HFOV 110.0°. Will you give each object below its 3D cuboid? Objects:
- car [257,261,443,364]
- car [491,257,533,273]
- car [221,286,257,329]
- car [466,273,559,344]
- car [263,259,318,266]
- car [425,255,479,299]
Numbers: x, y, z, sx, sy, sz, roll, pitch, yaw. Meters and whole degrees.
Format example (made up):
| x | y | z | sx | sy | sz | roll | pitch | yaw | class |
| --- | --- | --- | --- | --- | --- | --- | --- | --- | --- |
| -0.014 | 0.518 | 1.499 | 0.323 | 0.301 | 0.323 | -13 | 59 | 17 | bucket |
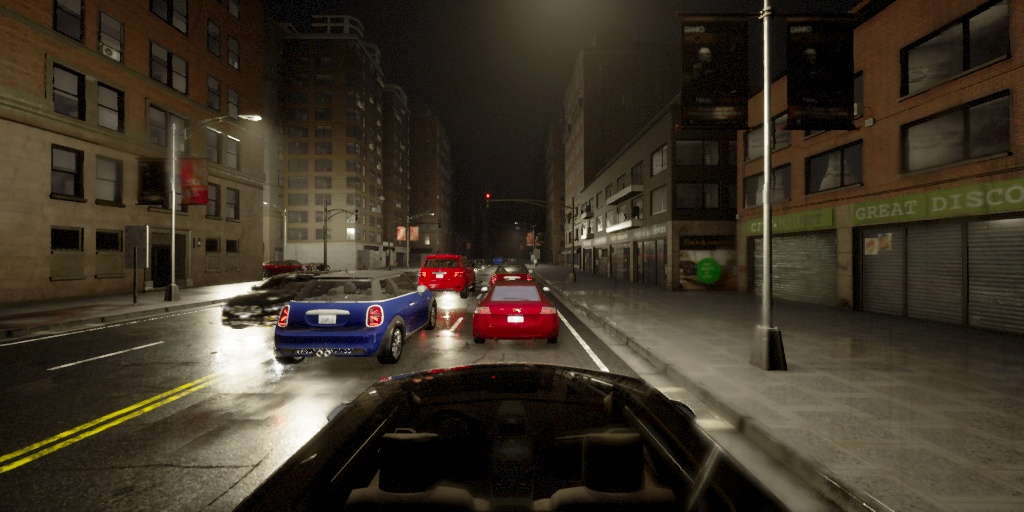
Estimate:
| x | y | z | sx | sy | sz | roll | pitch | yaw | class |
| --- | --- | --- | --- | --- | --- | --- | --- | --- | --- |
| -3.147 | 1.102 | 8.249 | 2.097 | 1.767 | 4.553 | 0 | 0 | 0 | car |
| 0.000 | 1.104 | 18.251 | 2.097 | 1.767 | 4.553 | 0 | 0 | 0 | car |
| -6.601 | 1.257 | 11.266 | 1.837 | 1.490 | 4.892 | 0 | -1 | 0 | car |
| 0.092 | 1.315 | 9.633 | 1.994 | 1.385 | 4.181 | 0 | 0 | 0 | car |
| -20.793 | 1.102 | 33.570 | 4.553 | 1.767 | 2.097 | 0 | 0 | 2 | car |
| -3.150 | 0.974 | 18.288 | 2.150 | 2.045 | 5.566 | 0 | 0 | 0 | car |
